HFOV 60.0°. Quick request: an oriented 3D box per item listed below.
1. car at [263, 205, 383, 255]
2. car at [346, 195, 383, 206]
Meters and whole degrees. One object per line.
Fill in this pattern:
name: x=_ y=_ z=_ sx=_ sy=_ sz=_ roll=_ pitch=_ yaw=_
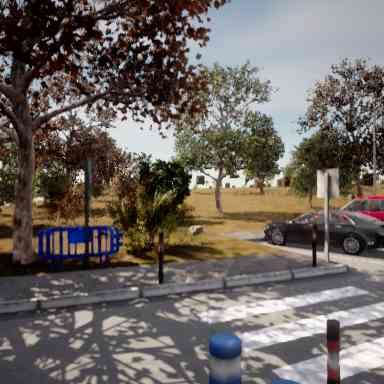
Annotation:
car: x=5.133 y=1.438 z=13.032 sx=2.231 sy=1.521 sz=4.892 roll=0 pitch=-1 yaw=-45
car: x=7.818 y=1.187 z=14.279 sx=2.435 sy=2.045 sz=5.566 roll=0 pitch=-1 yaw=-44
